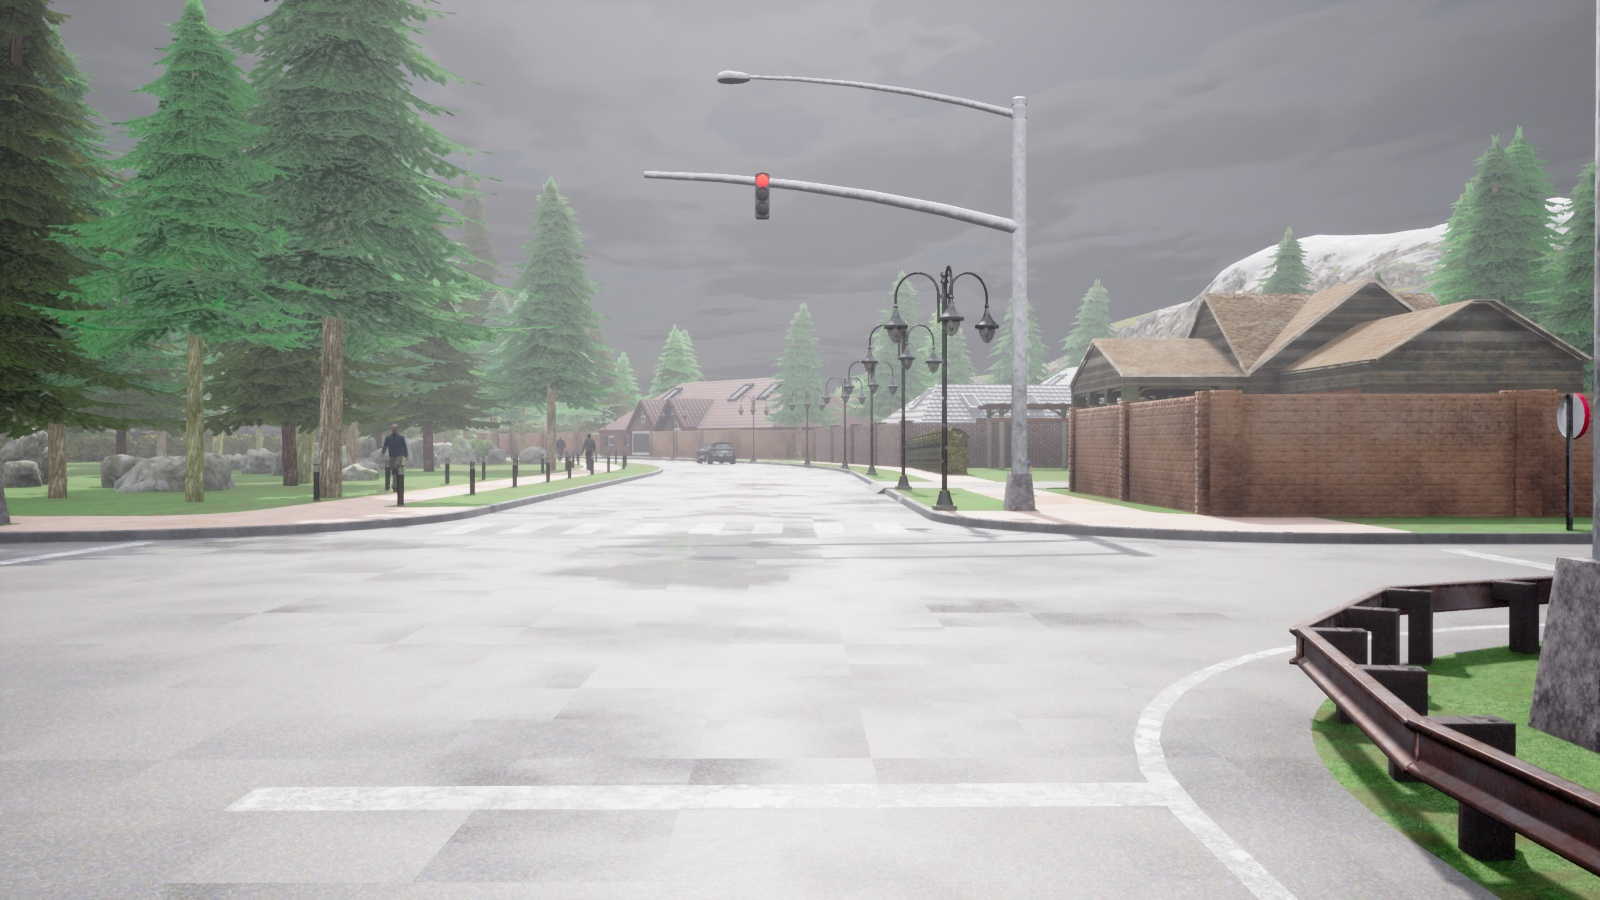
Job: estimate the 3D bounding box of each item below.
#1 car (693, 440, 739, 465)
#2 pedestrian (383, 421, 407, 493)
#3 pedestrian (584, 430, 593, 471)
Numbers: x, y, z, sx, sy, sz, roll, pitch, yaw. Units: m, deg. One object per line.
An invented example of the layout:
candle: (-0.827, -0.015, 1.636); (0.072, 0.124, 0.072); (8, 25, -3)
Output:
car: (-5.895, 0.149, 87.382); (2.033, 1.649, 4.856); (0, 0, -19)
pedestrian: (-10.535, 0.179, 32.673); (0.402, 1.842, 0.726); (0, 0, 0)
pedestrian: (-10.195, 0.022, 60.525); (0.423, 1.949, 0.788); (0, 0, -8)
